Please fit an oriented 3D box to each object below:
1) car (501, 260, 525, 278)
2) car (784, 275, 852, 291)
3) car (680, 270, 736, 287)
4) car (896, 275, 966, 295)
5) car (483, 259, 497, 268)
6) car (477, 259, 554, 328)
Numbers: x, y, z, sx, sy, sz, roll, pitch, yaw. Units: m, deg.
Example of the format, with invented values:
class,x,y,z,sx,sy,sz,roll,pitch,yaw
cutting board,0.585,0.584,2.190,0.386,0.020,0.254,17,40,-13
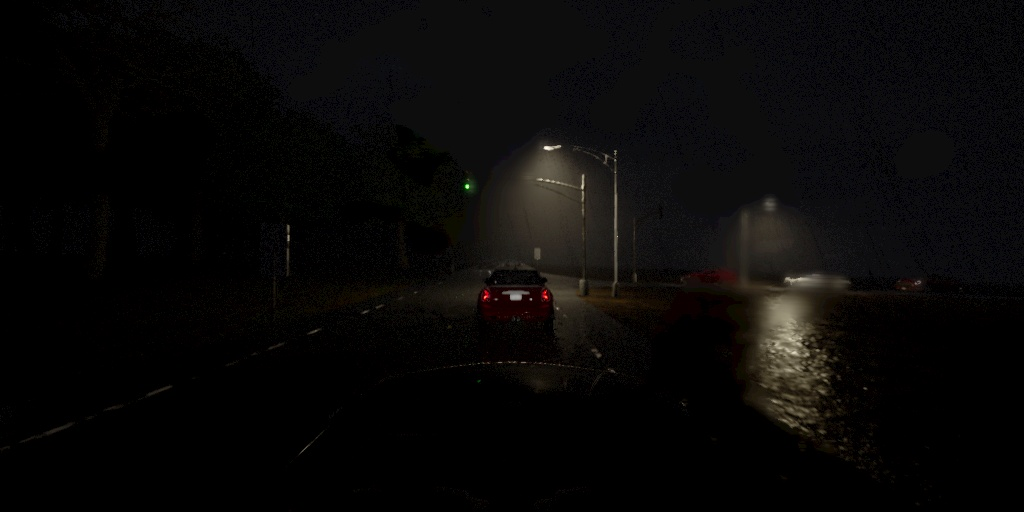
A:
class,x,y,z,sx,sy,sz,roll,pitch,yaw
car,0.092,1.181,34.657,2.128,1.511,4.902,0,0,0
car,27.506,2.391,32.334,4.718,1.301,1.895,2,-1,0
car,17.628,1.958,32.310,4.674,1.442,1.812,2,-1,-1
car,37.666,2.516,32.336,4.553,1.767,2.097,2,-1,0
car,-3.565,1.154,59.282,2.033,1.411,5.357,0,0,1
car,0.098,1.113,11.594,2.097,1.767,4.553,0,0,0
